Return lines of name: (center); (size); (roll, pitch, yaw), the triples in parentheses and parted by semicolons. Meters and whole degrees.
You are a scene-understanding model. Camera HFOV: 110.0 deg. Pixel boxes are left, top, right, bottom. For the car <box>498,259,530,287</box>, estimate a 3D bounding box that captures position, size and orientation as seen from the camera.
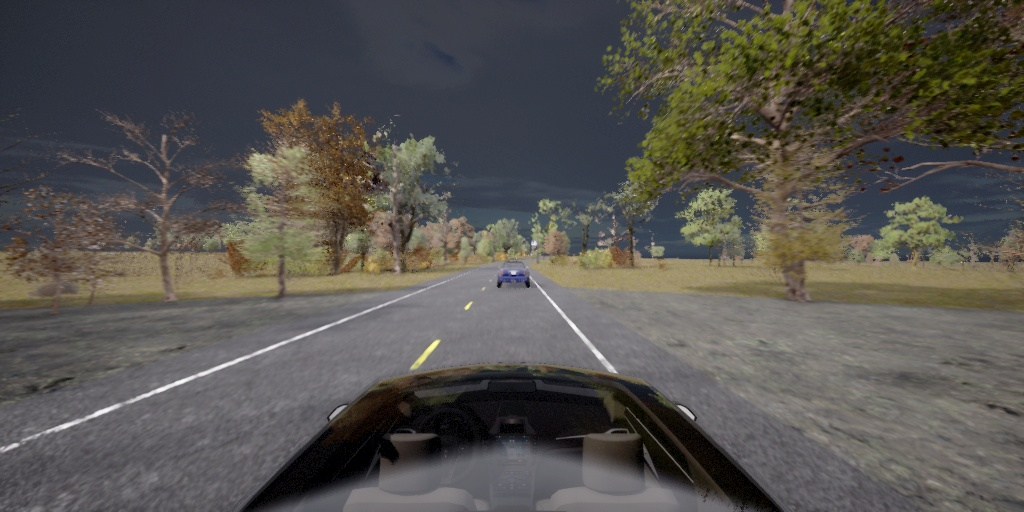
car: (0.101, 1.116, 25.111); (2.097, 1.767, 4.553); (0, 0, 0)
